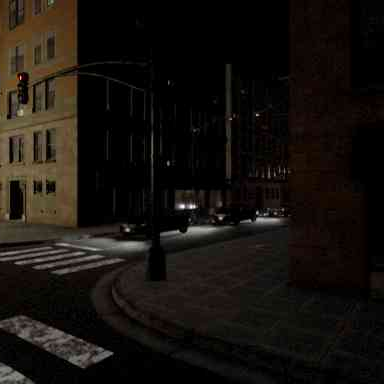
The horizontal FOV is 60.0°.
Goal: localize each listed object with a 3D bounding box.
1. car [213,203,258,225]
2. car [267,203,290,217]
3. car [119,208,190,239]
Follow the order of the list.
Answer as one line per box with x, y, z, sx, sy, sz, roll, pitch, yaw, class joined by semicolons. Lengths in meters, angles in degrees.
3.470;1.623;25.733;2.128;1.511;4.902;0;0;35;car
9.371;1.788;33.997;1.895;1.301;4.718;0;0;36;car
-1.860;1.607;18.260;1.812;1.442;4.674;0;0;34;car
